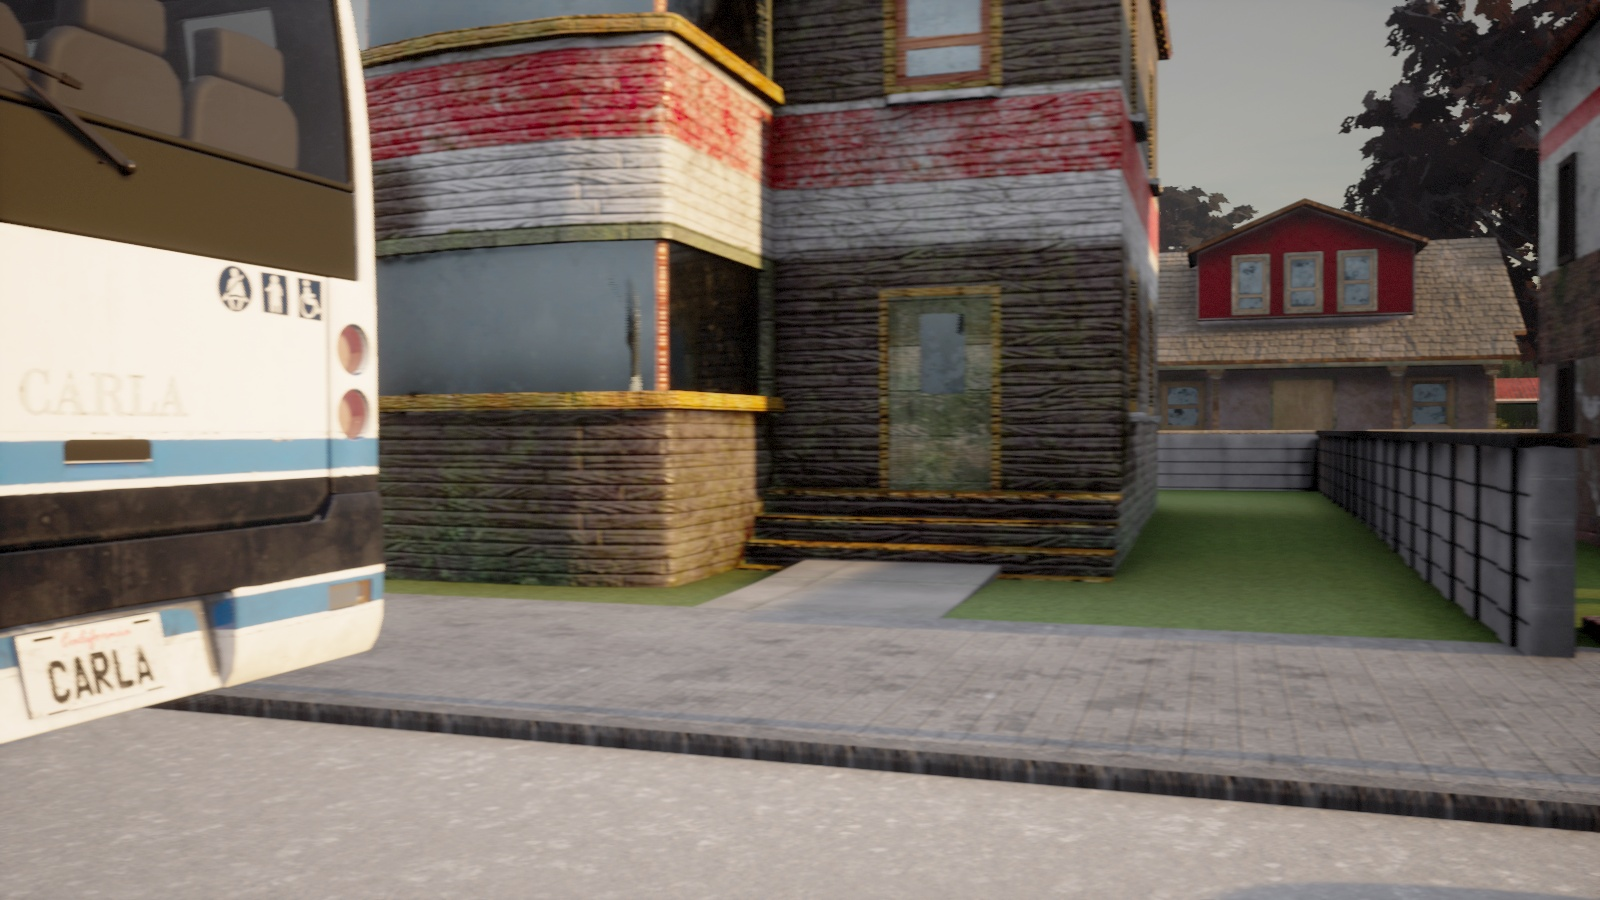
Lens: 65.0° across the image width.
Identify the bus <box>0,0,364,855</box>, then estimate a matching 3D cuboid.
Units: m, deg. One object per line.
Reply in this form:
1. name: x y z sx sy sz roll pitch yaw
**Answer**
1. bus: -7.775 -0.680 6.316 10.273 4.253 3.944 1 1 19
